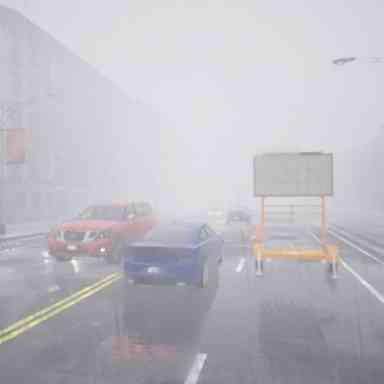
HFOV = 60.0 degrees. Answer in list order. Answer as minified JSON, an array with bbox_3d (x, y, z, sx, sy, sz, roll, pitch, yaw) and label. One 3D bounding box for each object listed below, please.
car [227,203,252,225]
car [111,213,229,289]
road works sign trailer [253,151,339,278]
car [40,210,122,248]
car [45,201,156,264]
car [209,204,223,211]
[{"bbox_3d":[3.972,1.876,27.656,1.812,1.442,4.674,-1,-1,13],"label":"car"},{"bbox_3d":[-0.263,1.574,9.636,1.882,1.535,5.008,-1,-1,13],"label":"car"},{"bbox_3d":[3.174,0.548,10.543,2.380,3.560,2.880,-1,-1,13],"label":"road works sign trailer"},{"bbox_3d":[-5.422,1.751,17.026,1.812,1.442,4.674,-1,-1,13],"label":"car"},{"bbox_3d":[-3.050,1.376,12.873,2.150,2.045,5.566,-1,-1,13],"label":"car"},{"bbox_3d":[4.135,2.642,57.483,1.895,1.301,4.718,-1,-1,14],"label":"car"}]
